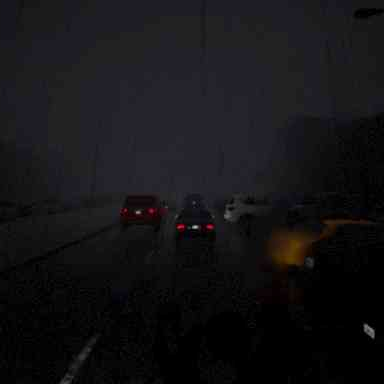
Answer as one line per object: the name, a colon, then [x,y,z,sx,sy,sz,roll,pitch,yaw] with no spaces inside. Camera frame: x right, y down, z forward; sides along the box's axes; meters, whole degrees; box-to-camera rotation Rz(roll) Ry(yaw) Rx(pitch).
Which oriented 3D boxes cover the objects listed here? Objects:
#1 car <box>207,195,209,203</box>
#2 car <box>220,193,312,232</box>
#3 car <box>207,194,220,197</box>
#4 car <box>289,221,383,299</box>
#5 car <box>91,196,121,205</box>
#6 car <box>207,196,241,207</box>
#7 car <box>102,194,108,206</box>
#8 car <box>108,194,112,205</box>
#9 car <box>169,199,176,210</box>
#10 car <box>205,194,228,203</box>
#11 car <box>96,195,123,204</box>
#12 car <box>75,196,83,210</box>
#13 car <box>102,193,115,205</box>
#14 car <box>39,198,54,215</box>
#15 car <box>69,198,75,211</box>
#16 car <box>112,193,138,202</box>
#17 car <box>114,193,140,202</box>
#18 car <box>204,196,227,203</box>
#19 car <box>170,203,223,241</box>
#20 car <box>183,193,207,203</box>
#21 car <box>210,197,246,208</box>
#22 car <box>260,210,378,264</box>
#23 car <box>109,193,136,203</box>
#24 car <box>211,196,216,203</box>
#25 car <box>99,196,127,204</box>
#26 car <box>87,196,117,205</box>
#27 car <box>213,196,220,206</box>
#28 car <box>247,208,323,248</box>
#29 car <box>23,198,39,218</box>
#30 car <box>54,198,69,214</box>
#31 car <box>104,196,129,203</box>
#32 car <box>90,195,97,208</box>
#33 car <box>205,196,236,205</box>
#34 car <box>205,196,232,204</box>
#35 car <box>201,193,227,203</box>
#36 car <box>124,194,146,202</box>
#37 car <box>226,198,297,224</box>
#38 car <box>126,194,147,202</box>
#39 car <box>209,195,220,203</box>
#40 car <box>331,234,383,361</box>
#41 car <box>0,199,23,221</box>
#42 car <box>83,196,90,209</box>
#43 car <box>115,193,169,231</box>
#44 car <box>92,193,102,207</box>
car: [4.835,1.437,42.952,5.008,1.535,2.097,0,0,0]
car: [4.798,1.183,20.720,5.566,2.045,2.435,0,0,0]
car: [4.853,1.448,48.634,4.892,1.521,2.231,0,0,0]
car: [4.755,1.492,6.825,4.792,1.488,2.163,0,0,0]
car: [-15.549,1.510,60.172,4.792,1.488,2.163,0,0,0]
car: [4.873,1.453,51.414,5.008,1.535,2.097,0,0,0]
car: [-15.528,1.443,49.144,5.008,1.535,2.097,0,0,0]
car: [-15.501,1.480,51.900,4.792,1.488,2.163,0,0,0]
car: [-2.785,1.477,38.108,1.812,1.442,4.674,0,0,0]
car: [4.890,1.382,68.086,4.553,1.767,2.185,0,0,0]
car: [-15.547,1.366,62.931,4.553,1.767,2.185,0,0,0]
car: [-15.518,1.453,38.114,4.792,1.488,2.163,0,0,0]
car: [-15.555,1.209,54.659,5.566,2.045,2.435,0,0,0]
car: [-15.743,1.419,29.838,5.366,1.575,1.946,0,0,0]
car: [-15.522,1.452,35.359,4.792,1.488,2.163,0,0,0]
car: [-15.470,1.341,76.712,5.566,2.045,2.435,0,-1,0]
car: [-15.466,1.381,79.465,5.566,2.045,2.435,0,-1,0]
car: [4.928,1.564,70.863,4.674,1.452,2.002,0,0,0]
car: [0.147,1.508,16.314,2.033,1.411,5.357,0,0,0]
car: [0.210,1.171,36.140,2.150,2.045,5.566,0,0,0]
car: [4.879,1.470,45.856,4.792,1.488,2.163,0,0,0]
car: [4.920,1.453,9.602,5.366,1.575,1.946,0,0,0]
car: [-15.474,1.311,73.955,5.566,2.045,2.435,0,-1,0]
car: [4.821,1.471,37.518,4.674,1.452,2.002,0,0,0]
car: [-15.507,1.502,65.688,5.008,1.535,2.097,0,0,0]
car: [-15.520,1.509,57.415,4.674,1.452,2.002,0,0,0]
car: [4.813,1.429,31.960,4.892,1.521,2.231,0,0,0]
car: [4.714,1.479,12.383,4.792,1.488,2.163,0,0,0]
car: [-15.585,1.454,27.082,4.792,1.488,2.163,0,0,0]
car: [-15.369,1.419,32.601,5.366,1.575,1.946,0,0,0]
car: [-15.506,1.558,68.442,4.674,1.452,2.002,0,0,0]
car: [-15.570,1.460,43.630,4.792,1.488,2.163,0,0,0]
car: [5.080,1.473,59.625,5.366,1.575,1.946,0,0,0]
car: [4.909,1.487,62.405,4.892,1.521,2.231,0,0,0]
car: [4.910,1.297,73.640,5.566,2.045,2.435,0,-1,0]
car: [-15.509,1.596,90.486,5.566,2.045,2.435,0,-1,0]
car: [4.811,1.306,23.533,4.553,1.767,2.185,0,0,0]
car: [-15.449,1.659,93.243,5.566,2.045,2.435,0,-1,0]
car: [4.838,1.434,40.172,4.892,1.521,2.231,0,0,0]
car: [4.723,1.469,4.170,5.008,1.535,2.097,0,0,0]
car: [-15.739,1.424,24.324,5.366,1.575,1.946,0,0,0]
car: [-15.542,1.467,40.836,4.674,1.452,2.002,0,0,0]
car: [-2.840,1.177,20.292,2.150,2.045,5.566,0,0,0]
car: [-15.506,1.311,46.387,4.553,1.767,2.185,0,0,0]
